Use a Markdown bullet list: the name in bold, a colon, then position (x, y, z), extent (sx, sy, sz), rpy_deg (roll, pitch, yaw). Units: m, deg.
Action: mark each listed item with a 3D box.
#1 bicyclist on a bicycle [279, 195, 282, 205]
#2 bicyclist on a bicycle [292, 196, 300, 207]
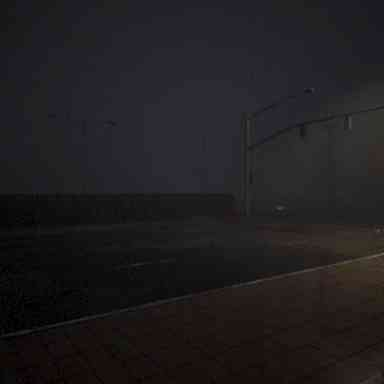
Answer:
- **bicyclist on a bicycle**: position (14.609, 1.313, 54.667), extent (0.582, 1.620, 1.656), rpy_deg (0, 0, 22)
- **bicyclist on a bicycle**: position (15.554, 1.466, 49.749), extent (1.656, 1.620, 0.582), rpy_deg (0, 0, -22)
